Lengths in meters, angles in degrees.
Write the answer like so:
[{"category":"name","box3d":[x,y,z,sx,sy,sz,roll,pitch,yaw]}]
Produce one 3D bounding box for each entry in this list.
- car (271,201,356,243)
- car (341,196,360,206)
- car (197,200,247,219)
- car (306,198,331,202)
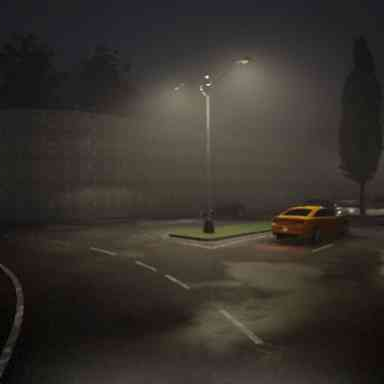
[{"category":"car","box3d":[5.745,1.414,15.867,5.008,1.535,1.882,-1,-1,-44]},{"category":"car","box3d":[21.275,1.284,44.117,4.674,1.442,1.812,0,0,-39]},{"category":"car","box3d":[2.632,1.469,28.714,4.902,1.511,2.128,-1,0,-39]},{"category":"car","box3d":[11.984,1.371,31.915,4.892,1.490,1.837,0,0,-40]}]
